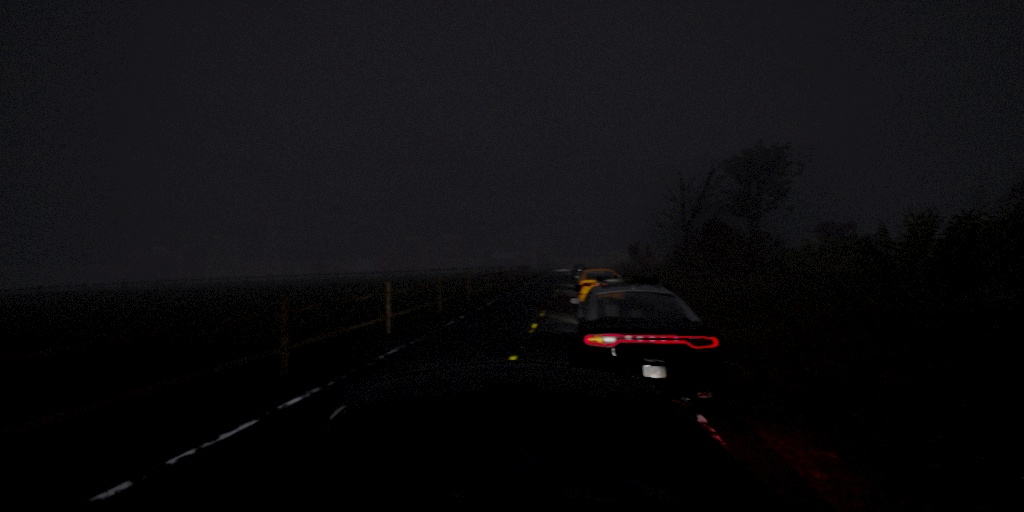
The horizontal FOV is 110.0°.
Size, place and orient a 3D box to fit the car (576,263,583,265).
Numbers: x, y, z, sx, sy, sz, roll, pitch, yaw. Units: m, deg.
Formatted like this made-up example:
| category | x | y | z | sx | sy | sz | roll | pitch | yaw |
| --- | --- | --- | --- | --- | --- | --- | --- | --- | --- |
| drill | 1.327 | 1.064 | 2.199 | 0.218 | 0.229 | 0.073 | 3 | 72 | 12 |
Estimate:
| category | x | y | z | sx | sy | sz | roll | pitch | yaw |
| --- | --- | --- | --- | --- | --- | --- | --- | --- | --- |
| car | 5.076 | 1.407 | 22.433 | 1.812 | 1.442 | 4.674 | -1 | -1 | 11 |

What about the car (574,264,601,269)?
| category | x | y | z | sx | sy | sz | roll | pitch | yaw |
| --- | --- | --- | --- | --- | --- | --- | --- | --- | --- |
| car | 3.976 | 1.314 | 16.534 | 1.882 | 1.535 | 5.008 | -1 | -1 | 11 |

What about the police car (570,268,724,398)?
| category | x | y | z | sx | sy | sz | roll | pitch | yaw |
| --- | --- | --- | --- | --- | --- | --- | --- | --- | --- |
| police car | 2.166 | 1.188 | 6.812 | 1.930 | 1.638 | 5.238 | -1 | -1 | 11 |

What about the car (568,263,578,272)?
| category | x | y | z | sx | sy | sz | roll | pitch | yaw |
| --- | --- | --- | --- | --- | --- | --- | --- | --- | --- |
| car | 8.407 | 1.645 | 44.578 | 1.994 | 1.385 | 4.181 | -1 | -1 | 11 |
